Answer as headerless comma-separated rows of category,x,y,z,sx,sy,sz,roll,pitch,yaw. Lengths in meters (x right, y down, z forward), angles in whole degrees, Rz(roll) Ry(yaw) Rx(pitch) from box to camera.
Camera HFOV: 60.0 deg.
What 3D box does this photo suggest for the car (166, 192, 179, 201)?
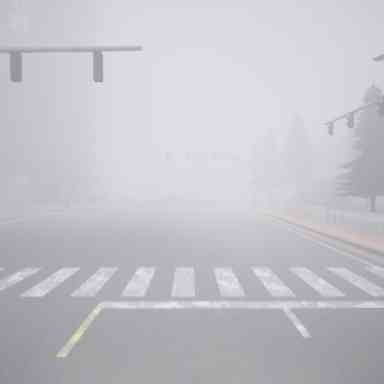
car,-3.629,0.826,61.196,1.882,1.535,5.008,0,2,-10
